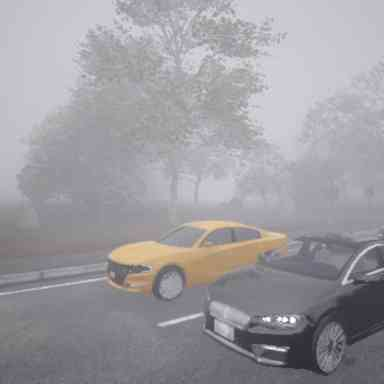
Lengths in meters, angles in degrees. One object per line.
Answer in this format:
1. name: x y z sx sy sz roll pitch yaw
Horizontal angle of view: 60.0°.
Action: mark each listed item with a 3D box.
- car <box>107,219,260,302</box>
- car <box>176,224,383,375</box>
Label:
1. car: 0.348 1.500 8.529 5.008 1.535 1.882 0 0 -35
2. car: 2.405 1.514 5.697 4.902 1.511 2.128 0 0 -35
